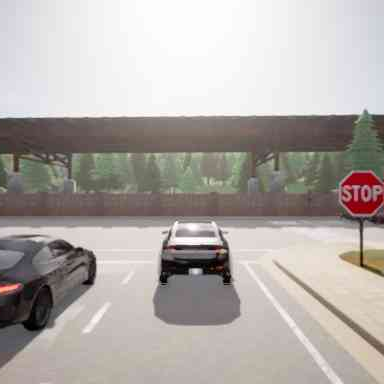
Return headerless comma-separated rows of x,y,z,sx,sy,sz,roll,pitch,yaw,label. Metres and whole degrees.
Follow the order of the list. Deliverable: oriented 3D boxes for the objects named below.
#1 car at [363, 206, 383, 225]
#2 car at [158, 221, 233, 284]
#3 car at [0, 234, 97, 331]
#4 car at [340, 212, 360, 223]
15.885,1.763,24.927,5.008,1.535,1.882,0,-1,1,car
0.090,1.606,9.925,2.128,1.511,4.902,0,-1,0,car
-3.398,1.606,6.905,1.812,1.442,4.674,0,-1,0,car
15.634,1.873,28.429,5.357,1.411,2.033,0,-1,1,car
